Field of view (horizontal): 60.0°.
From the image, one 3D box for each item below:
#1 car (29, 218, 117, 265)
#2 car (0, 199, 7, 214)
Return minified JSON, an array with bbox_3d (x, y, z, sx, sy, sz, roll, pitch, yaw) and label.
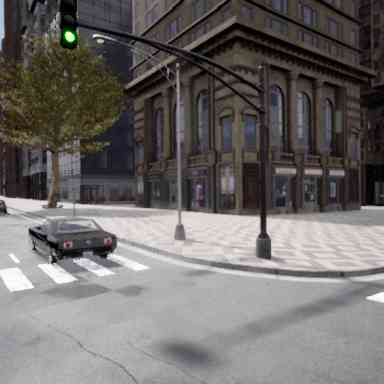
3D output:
[{"bbox_3d":[-4.407,1.561,11.765,1.895,1.301,4.718,-1,1,-35],"label":"car"},{"bbox_3d":[-19.747,1.419,33.268,2.128,1.511,4.902,-1,1,-35],"label":"car"}]
